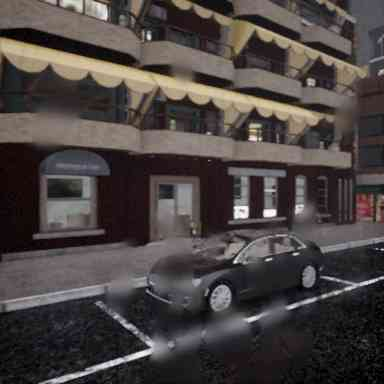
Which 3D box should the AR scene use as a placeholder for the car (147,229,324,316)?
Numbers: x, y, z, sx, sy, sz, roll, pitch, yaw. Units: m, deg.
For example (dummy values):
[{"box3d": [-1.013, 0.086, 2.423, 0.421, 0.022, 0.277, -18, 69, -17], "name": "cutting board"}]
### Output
[{"box3d": [1.136, 1.540, 7.372, 4.403, 1.369, 2.008, 0, 0, -36], "name": "car"}]
